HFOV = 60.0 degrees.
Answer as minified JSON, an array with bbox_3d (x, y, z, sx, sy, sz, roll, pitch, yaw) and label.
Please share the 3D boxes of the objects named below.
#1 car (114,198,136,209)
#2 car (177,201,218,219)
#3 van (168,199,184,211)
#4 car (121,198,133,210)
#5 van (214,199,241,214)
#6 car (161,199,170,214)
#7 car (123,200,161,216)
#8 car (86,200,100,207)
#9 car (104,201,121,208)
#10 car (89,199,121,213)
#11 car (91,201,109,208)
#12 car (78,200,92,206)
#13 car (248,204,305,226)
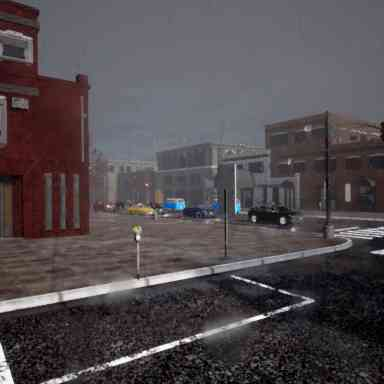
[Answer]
[{"bbox_3d":[-12.679,2.085,62.497,2.192,1.841,5.009,-2,0,-36],"label":"car"},{"bbox_3d":[0.740,1.950,34.318,1.994,1.385,4.181,-1,0,-35],"label":"car"},{"bbox_3d":[-2.673,1.869,48.780,1.690,1.788,3.998,-2,0,-36],"label":"van"},{"bbox_3d":[-12.088,2.207,57.319,1.882,1.535,5.008,-1,0,-36],"label":"car"},{"bbox_3d":[3.997,1.707,39.636,1.690,1.788,3.998,-2,0,-36],"label":"van"},{"bbox_3d":[-5.188,2.034,42.446,1.837,1.490,4.892,-1,0,-36],"label":"car"},{"bbox_3d":[-6.001,2.048,39.187,1.752,1.417,4.829,-2,0,-36],"label":"car"},{"bbox_3d":[-22.677,2.595,76.215,1.802,1.307,4.206,-2,0,-36],"label":"car"},{"bbox_3d":[-16.007,2.433,67.070,1.802,1.307,4.206,-2,0,-36],"label":"car"},{"bbox_3d":[-12.777,2.001,48.468,2.192,1.841,5.009,-2,0,-36],"label":"car"},{"bbox_3d":[-18.227,2.442,65.738,1.994,1.385,4.181,-1,0,-36],"label":"car"},{"bbox_3d":[-26.114,2.623,80.924,1.752,1.417,4.829,-2,0,-36],"label":"car"},{"bbox_3d":[6.562,1.750,26.316,1.837,1.490,4.892,-1,0,-36],"label":"car"}]
